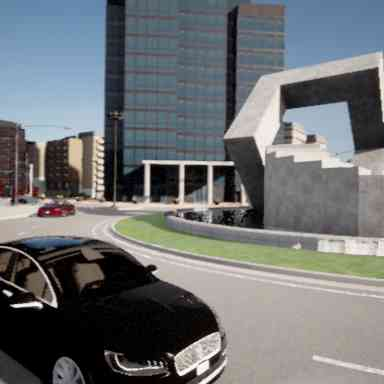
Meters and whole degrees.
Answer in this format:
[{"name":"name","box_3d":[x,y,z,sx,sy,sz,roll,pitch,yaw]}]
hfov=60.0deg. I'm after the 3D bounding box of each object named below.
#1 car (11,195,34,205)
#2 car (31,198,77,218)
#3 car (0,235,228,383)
[{"name":"car","box_3d":[-25.093,1.162,49.964,5.357,1.411,2.033,1,0,37]},{"name":"car","box_3d":[-11.171,1.387,27.778,1.994,1.385,4.181,1,0,1]},{"name":"car","box_3d":[-1.780,1.473,4.834,4.892,1.490,1.837,1,0,39]}]
